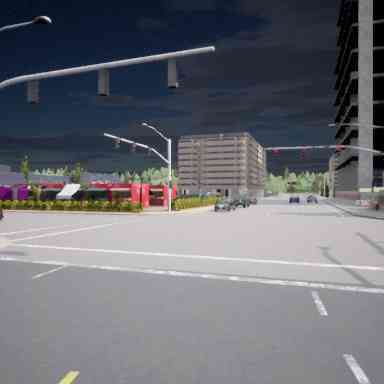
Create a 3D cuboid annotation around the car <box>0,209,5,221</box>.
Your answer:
[{"bbox_3d":[-17.110,1.538,26.133,5.008,1.535,1.882,0,0,19],"label":"car"}]

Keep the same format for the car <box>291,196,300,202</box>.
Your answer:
[{"bbox_3d":[24.386,1.568,78.420,1.994,1.385,4.181,0,0,18],"label":"car"}]

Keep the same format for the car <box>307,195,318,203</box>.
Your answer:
[{"bbox_3d":[24.552,1.555,67.777,2.033,1.411,5.357,0,0,18],"label":"car"}]

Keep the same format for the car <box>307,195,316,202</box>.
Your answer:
[{"bbox_3d":[27.816,1.540,77.642,1.812,1.442,4.674,0,0,18],"label":"car"}]

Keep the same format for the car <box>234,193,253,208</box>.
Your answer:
[{"bbox_3d":[7.142,1.231,49.073,2.150,2.045,5.566,0,0,18],"label":"car"}]

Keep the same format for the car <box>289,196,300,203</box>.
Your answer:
[{"bbox_3d":[20.755,1.491,67.368,1.882,1.535,5.008,0,0,18],"label":"car"}]

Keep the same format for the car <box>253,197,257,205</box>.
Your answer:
[{"bbox_3d":[10.340,1.575,58.608,1.994,1.385,4.181,0,0,19],"label":"car"}]

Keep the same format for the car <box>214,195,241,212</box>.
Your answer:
[{"bbox_3d":[4.011,1.499,39.679,2.128,1.511,4.902,0,0,18],"label":"car"}]
